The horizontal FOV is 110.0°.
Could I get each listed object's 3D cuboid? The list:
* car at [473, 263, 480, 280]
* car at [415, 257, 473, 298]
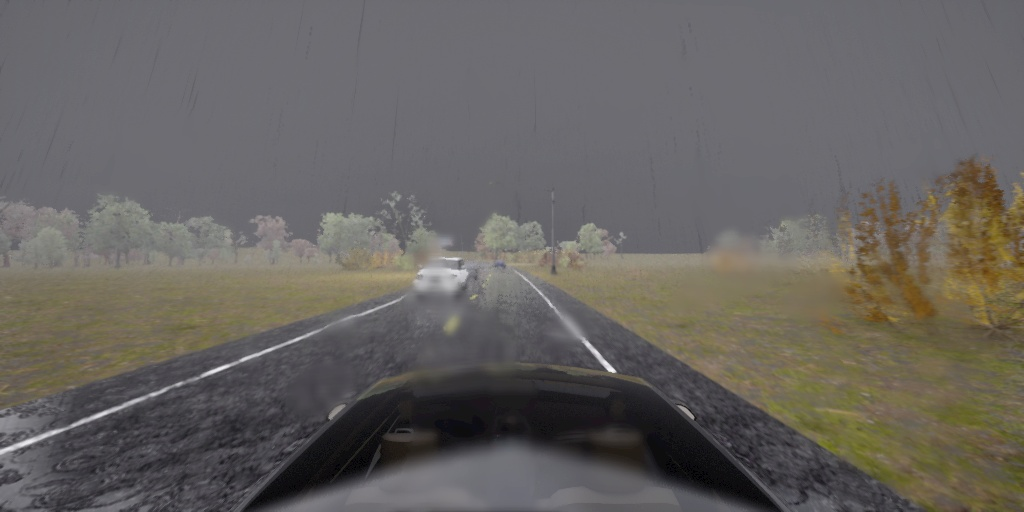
[{"bbox_3d":[-3.974,1.401,32.936,2.128,1.511,4.902,0,0,-2],"label":"car"},{"bbox_3d":[-3.649,1.069,19.665,2.150,2.045,5.566,0,0,-1],"label":"car"}]
